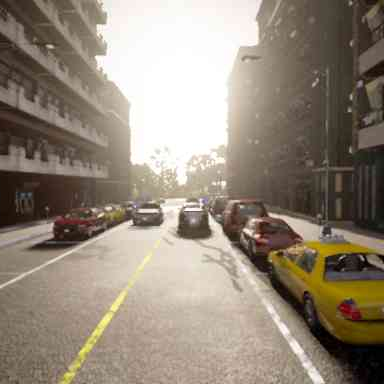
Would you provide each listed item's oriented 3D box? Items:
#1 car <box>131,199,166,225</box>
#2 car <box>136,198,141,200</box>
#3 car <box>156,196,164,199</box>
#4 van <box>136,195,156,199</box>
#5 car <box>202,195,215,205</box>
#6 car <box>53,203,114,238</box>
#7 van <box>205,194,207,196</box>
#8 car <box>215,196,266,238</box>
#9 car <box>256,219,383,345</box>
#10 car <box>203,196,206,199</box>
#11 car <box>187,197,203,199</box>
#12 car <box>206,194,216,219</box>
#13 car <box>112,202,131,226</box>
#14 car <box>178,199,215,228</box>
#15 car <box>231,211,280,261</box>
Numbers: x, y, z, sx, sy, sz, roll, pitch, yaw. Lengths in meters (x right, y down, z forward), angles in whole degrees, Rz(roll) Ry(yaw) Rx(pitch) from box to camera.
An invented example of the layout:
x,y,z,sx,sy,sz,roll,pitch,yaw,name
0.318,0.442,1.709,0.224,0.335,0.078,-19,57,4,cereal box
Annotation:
x,y,z,sx,sy,sz,roll,pitch,yaw,name
-3.036,1.481,23.915,1.812,1.442,4.674,0,0,1,car
-5.706,1.513,28.436,1.947,1.339,4.313,-1,0,0,car
-5.708,1.428,50.363,1.752,1.417,4.829,-1,0,0,car
-5.710,1.266,39.484,1.690,1.788,3.998,-1,0,0,van
2.669,1.330,56.106,1.967,1.590,4.097,-1,0,0,car
-5.705,1.513,17.387,1.887,1.381,4.507,-1,0,0,car
2.668,1.243,50.582,1.690,1.788,3.998,-1,0,0,van
2.670,1.283,17.436,2.192,1.841,5.009,-1,0,0,car
2.675,1.513,6.558,1.752,1.417,4.829,-1,0,0,car
2.673,1.470,39.533,1.887,1.381,4.507,-1,0,0,car
0.097,1.391,44.881,1.882,1.535,5.008,0,0,0,car
2.669,1.262,28.485,2.192,1.841,5.009,-1,0,0,car
-5.706,1.483,22.742,1.752,1.417,4.829,-1,0,0,car
0.098,1.452,21.753,2.128,1.511,4.902,0,0,0,car
2.675,1.560,11.912,1.802,1.307,4.206,-1,0,0,car
